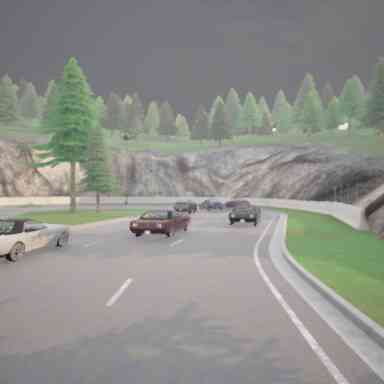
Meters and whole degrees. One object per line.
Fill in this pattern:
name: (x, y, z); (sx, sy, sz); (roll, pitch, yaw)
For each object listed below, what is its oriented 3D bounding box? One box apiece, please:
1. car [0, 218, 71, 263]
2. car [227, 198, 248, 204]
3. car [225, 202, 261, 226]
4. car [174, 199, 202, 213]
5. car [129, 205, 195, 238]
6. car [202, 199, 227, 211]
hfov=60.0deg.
car: (-6.287, 1.602, 12.071); (1.895, 1.301, 4.718); (0, 0, 7)
car: (5.449, 1.501, 41.095); (2.128, 1.511, 4.902); (0, 0, -16)
car: (3.911, 1.607, 23.886); (1.895, 1.301, 4.718); (0, 0, 16)
car: (-0.682, 1.499, 34.408); (2.128, 1.511, 4.902); (0, 0, 10)
car: (-1.505, 1.604, 17.757); (1.895, 1.301, 4.718); (0, 0, 15)
car: (2.227, 1.535, 40.141); (1.812, 1.442, 4.674); (1, 0, -16)
